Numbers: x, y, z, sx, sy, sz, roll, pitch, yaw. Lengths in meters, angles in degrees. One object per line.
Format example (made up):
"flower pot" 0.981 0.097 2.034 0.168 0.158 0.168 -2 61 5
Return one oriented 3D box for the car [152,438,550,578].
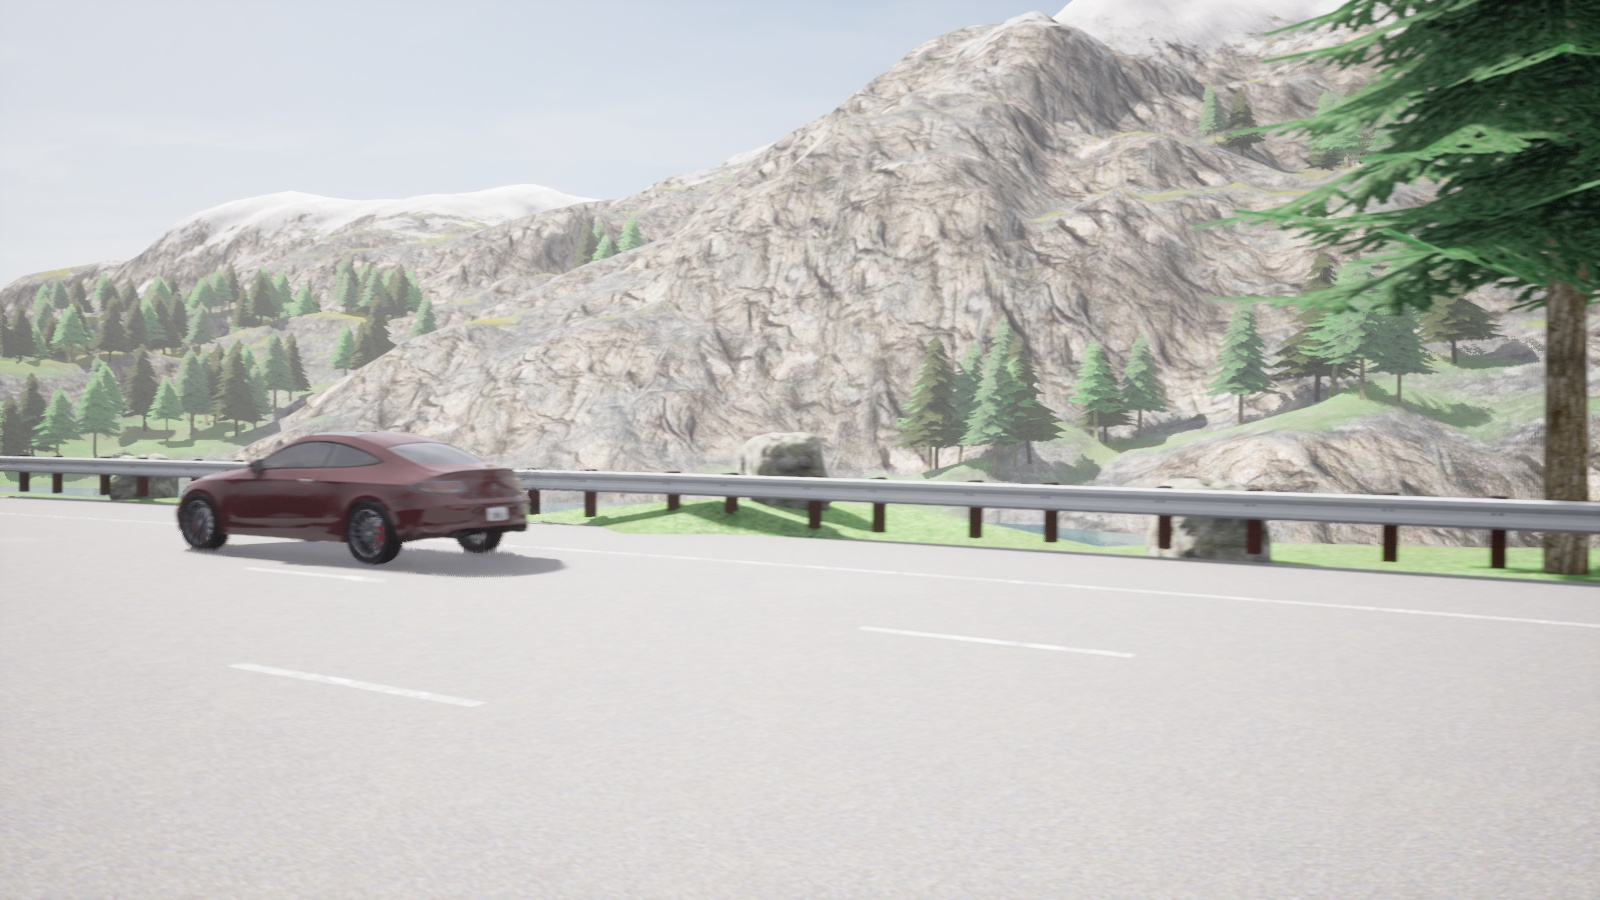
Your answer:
"car" -5.391 0.599 14.934 4.674 1.442 1.812 0 1 29
